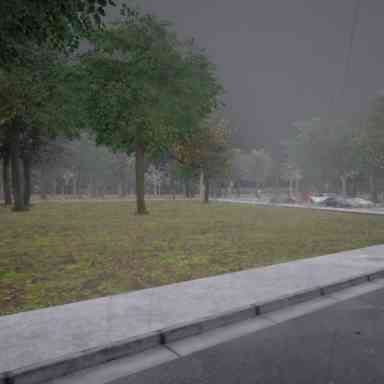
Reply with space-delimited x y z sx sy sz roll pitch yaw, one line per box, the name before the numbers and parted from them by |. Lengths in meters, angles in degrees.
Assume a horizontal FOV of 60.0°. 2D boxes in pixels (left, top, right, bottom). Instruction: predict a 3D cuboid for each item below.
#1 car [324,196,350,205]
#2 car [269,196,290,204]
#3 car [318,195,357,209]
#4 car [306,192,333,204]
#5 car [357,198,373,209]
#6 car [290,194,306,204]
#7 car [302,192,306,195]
car | 27.129 1.554 62.338 2.128 1.511 4.902 0 0 -12
car | 16.635 1.639 64.523 1.994 1.385 4.181 0 0 -12
car | 20.365 1.523 46.771 1.837 1.490 4.892 0 0 -12
car | 23.993 1.273 61.483 2.150 2.045 5.566 0 0 -11
car | 23.551 1.556 47.414 1.812 1.442 4.674 0 0 -12
car | 19.812 1.611 65.208 1.812 1.442 4.674 0 0 -12
car | 21.774 1.406 71.535 2.128 1.511 4.902 0 0 -12
